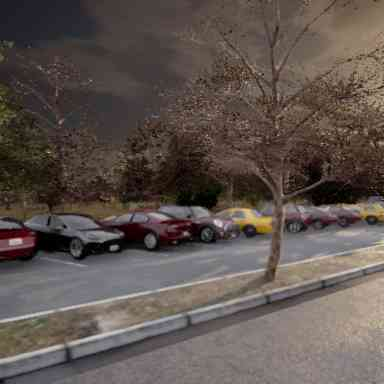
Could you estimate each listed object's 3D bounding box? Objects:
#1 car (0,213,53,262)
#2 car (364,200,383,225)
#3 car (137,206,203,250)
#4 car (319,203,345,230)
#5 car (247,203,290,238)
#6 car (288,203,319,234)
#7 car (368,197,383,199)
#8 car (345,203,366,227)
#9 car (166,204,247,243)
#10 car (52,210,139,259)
[{"bbox_3d":[-7.110,1.541,11.094,4.792,1.488,2.163,-1,-1,34],"label":"car"},{"bbox_3d":[11.927,1.595,25.339,5.366,1.575,1.946,-1,-1,32],"label":"car"},{"bbox_3d":[-2.300,1.533,14.576,5.008,1.535,2.097,-1,-1,34],"label":"car"},{"bbox_3d":[7.123,1.618,21.755,4.674,1.452,2.002,-1,-1,32],"label":"car"},{"bbox_3d":[2.272,1.555,18.241,5.366,1.575,1.946,-1,-1,33],"label":"car"},{"bbox_3d":[4.805,1.440,19.927,4.553,1.767,2.185,-1,-1,33],"label":"car"},{"bbox_3d":[16.398,1.496,29.139,4.553,1.767,2.185,-1,-1,31],"label":"car"},{"bbox_3d":[9.450,1.629,23.585,4.674,1.452,2.002,-1,-1,32],"label":"car"},{"bbox_3d":[0.044,1.419,16.378,4.553,1.767,2.185,-1,-1,33],"label":"car"},{"bbox_3d":[-4.657,1.551,12.810,4.792,1.488,2.163,-1,-1,34],"label":"car"}]
